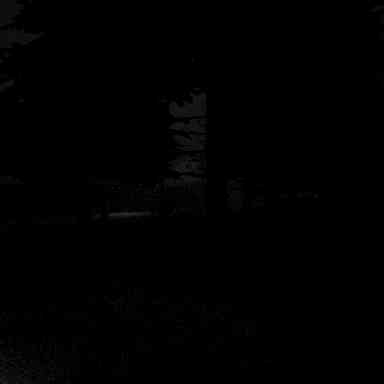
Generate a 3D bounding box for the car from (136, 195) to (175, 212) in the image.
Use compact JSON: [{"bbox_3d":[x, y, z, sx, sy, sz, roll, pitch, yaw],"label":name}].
[{"bbox_3d":[-4.405,1.349,40.793,2.150,2.045,5.566,0,0,36],"label":"car"}]
